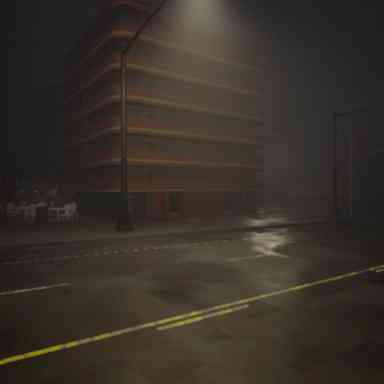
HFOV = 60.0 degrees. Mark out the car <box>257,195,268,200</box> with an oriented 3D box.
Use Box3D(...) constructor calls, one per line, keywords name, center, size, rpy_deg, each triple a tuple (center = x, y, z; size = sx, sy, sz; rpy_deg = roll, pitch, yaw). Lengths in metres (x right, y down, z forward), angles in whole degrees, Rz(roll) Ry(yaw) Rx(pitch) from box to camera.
Box3D(name="car", center=(17.749, 1.426, 85.536), size=(3.806, 1.475, 1.970), rpy_deg=(-1, 0, -35))
